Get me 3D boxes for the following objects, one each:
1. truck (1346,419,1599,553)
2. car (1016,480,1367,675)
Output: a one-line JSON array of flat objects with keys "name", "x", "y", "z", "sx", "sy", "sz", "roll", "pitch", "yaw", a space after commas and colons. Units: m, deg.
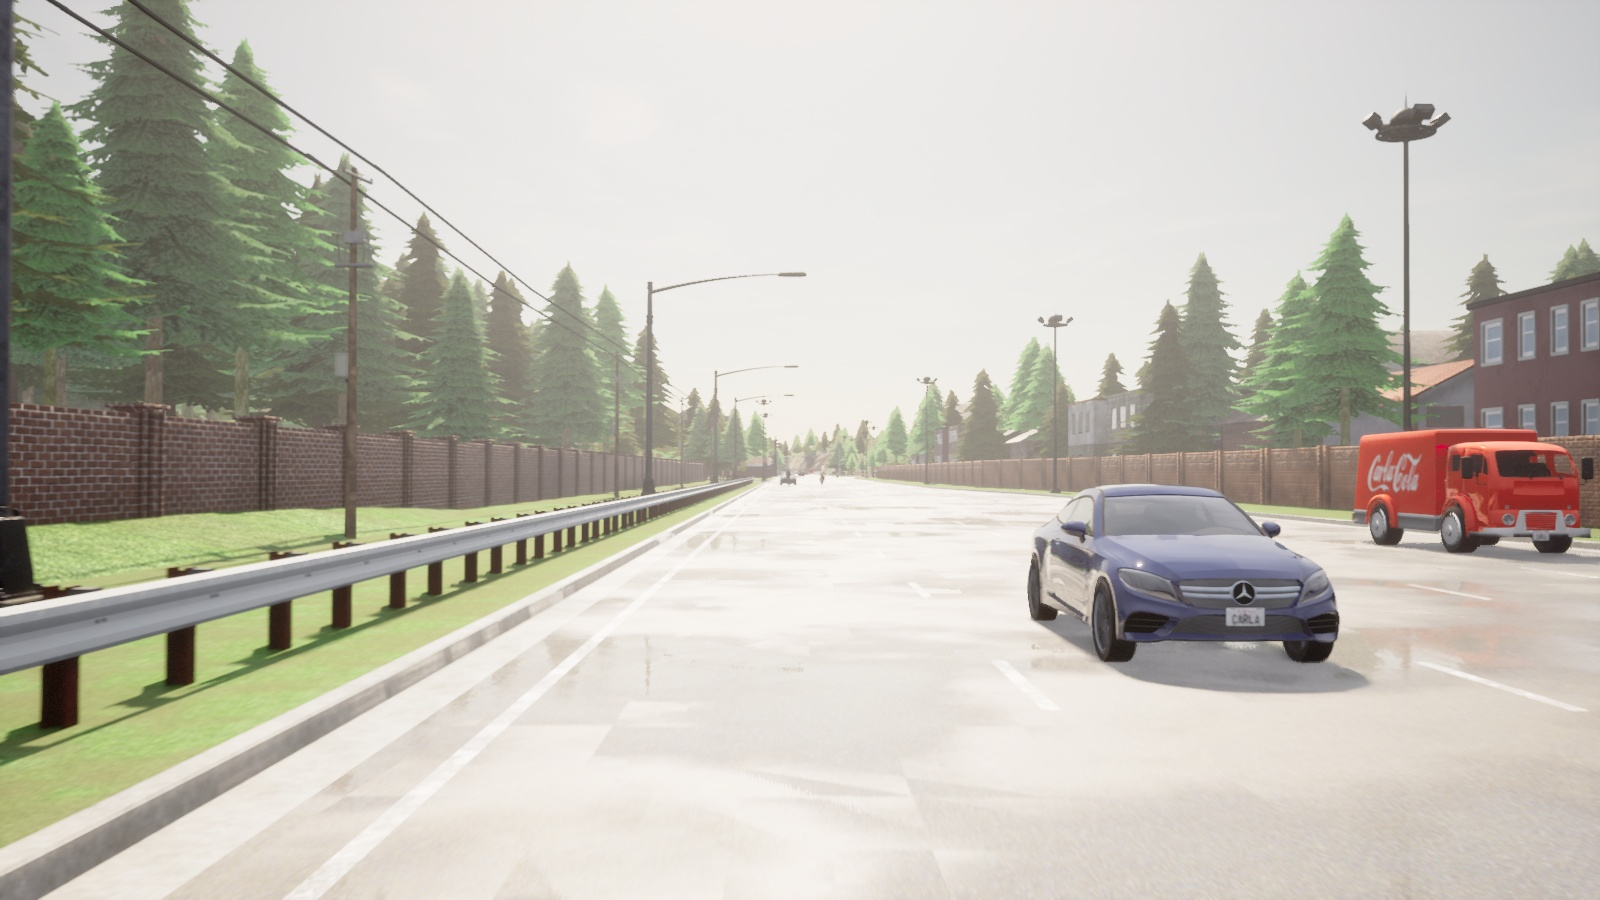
[{"name": "truck", "x": 13.761, "y": 0.708, "z": 25.935, "sx": 2.627, "sy": 2.467, "sz": 5.204, "roll": 0, "pitch": -1, "yaw": -1}, {"name": "car", "x": 3.381, "y": 1.026, "z": 11.898, "sx": 1.812, "sy": 1.442, "sz": 4.674, "roll": 0, "pitch": -1, "yaw": -1}]
